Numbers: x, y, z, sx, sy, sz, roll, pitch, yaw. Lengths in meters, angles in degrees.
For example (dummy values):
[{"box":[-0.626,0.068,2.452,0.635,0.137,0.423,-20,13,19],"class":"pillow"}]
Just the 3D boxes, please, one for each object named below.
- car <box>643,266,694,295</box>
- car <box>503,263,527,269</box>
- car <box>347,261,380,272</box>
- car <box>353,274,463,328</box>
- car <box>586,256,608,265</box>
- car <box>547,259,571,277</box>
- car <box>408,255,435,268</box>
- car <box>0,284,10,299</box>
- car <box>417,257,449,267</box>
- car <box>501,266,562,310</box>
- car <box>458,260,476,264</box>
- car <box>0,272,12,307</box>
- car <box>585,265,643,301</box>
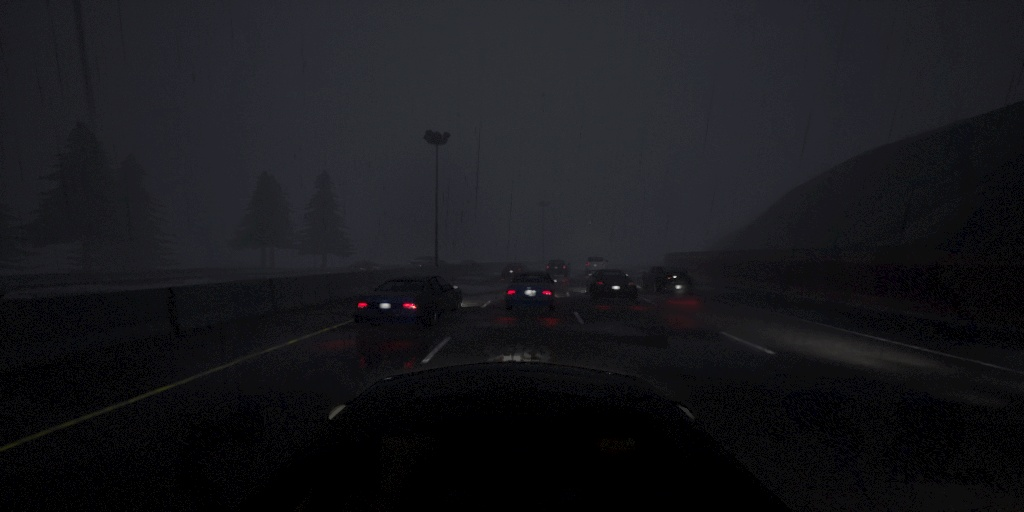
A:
[{"box":[8.611,1.280,20.170,1.837,1.490,4.892,0,0,8],"class":"car"},{"box":[0.394,1.315,32.955,1.994,1.385,4.181,0,0,13],"class":"car"},{"box":[-18.462,1.260,44.648,1.994,1.385,4.181,0,0,16],"class":"car"},{"box":[-2.964,1.289,11.410,2.033,1.411,5.357,0,0,4],"class":"car"},{"box":[9.368,0.998,39.610,2.150,2.045,5.566,0,0,17],"class":"car"},{"box":[4.647,1.115,35.614,2.097,1.767,4.553,0,0,14],"class":"car"},{"box":[-12.642,0.934,51.777,2.150,2.045,5.566,0,0,19],"class":"car"},{"box":[-13.881,1.235,7.146,1.812,1.442,4.674,0,0,3],"class":"car"},{"box":[-10.201,1.227,47.895,1.837,1.490,4.892,0,-1,18],"class":"car"},{"box":[0.844,1.300,14.707,2.033,1.411,5.357,0,0,6],"class":"car"},{"box":[-6.154,1.257,49.035,1.812,1.442,4.674,0,0,19],"class":"car"},{"box":[-20.643,1.291,11.709,1.895,1.301,4.718,0,0,4],"class":"car"},{"box":[4.722,1.328,17.433,1.994,1.385,4.181,0,0,7],"class":"car"}]
